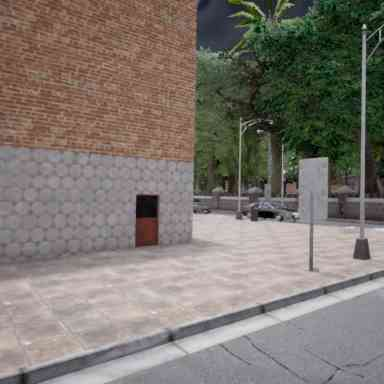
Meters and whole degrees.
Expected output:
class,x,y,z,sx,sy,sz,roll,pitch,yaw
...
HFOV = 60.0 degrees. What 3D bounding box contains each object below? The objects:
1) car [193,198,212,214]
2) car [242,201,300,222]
class,x,y,z,sx,sy,sz,roll,pitch,yaw
car,0.013,1.339,33.798,2.097,1.767,4.553,2,-1,-36
car,5.977,1.480,25.543,2.128,1.511,4.902,2,-1,-36
